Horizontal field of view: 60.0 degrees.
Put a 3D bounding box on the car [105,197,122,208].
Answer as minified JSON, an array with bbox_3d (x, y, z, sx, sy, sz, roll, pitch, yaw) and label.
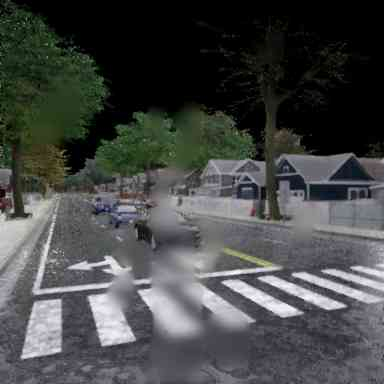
[{"bbox_3d":[-12.419,1.577,52.445,1.837,1.490,4.892,0,0,-21],"label":"car"}]

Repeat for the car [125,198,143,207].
[{"bbox_3d":[-9.406,1.672,53.663,1.895,1.301,4.718,0,0,-21],"label":"car"}]

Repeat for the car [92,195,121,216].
[{"bbox_3d":[-9.472,1.358,35.811,2.150,2.045,5.566,0,1,-21],"label":"car"}]

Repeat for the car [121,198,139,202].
[{"bbox_3d":[-8.588,1.593,42.807,1.882,1.535,5.008,0,0,-21],"label":"car"}]

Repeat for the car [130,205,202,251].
[{"bbox_3d":[-1.202,1.526,14.698,1.882,1.535,5.008,0,-1,-21],"label":"car"}]

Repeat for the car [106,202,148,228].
[{"bbox_3d":[-4.750,1.658,23.734,1.812,1.442,4.674,0,0,-21],"label":"car"}]

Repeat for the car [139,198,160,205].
[{"bbox_3d":[-5.604,1.619,44.112,1.837,1.490,4.892,0,0,-21],"label":"car"}]
